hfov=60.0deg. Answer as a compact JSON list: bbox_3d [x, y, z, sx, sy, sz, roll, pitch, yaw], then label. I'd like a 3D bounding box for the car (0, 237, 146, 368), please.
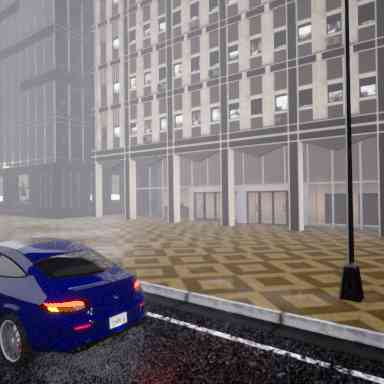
[{"bbox_3d":[-2.849,1.527,5.724,4.674,1.442,1.812,0,0,35],"label":"car"}]
